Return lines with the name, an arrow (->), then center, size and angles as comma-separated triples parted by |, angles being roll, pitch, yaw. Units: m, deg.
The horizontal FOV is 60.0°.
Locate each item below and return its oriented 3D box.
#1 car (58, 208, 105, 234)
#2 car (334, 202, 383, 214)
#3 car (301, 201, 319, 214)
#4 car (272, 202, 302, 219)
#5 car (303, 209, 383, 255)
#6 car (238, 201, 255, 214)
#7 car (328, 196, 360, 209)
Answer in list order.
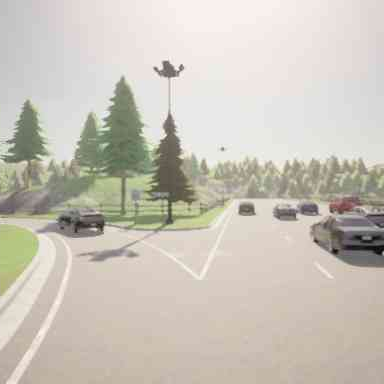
car -> -7.247, 1.763, 21.564 | 2.128, 1.511, 4.902 | 0, -1, -36
car -> 10.854, 1.627, 20.753 | 2.128, 1.511, 4.902 | 0, -1, 8
car -> 13.495, 1.782, 39.170 | 1.882, 1.535, 5.008 | 0, -1, 8
car -> 9.030, 1.817, 32.687 | 2.033, 1.411, 5.357 | 0, -1, 8
car -> 6.324, 1.645, 13.836 | 2.033, 1.411, 5.357 | 0, -1, 8
car -> 6.566, 1.840, 40.159 | 1.882, 1.535, 5.008 | 0, -1, 8
car -> 16.617, 1.474, 36.297 | 2.150, 2.045, 5.566 | 0, -1, 8
